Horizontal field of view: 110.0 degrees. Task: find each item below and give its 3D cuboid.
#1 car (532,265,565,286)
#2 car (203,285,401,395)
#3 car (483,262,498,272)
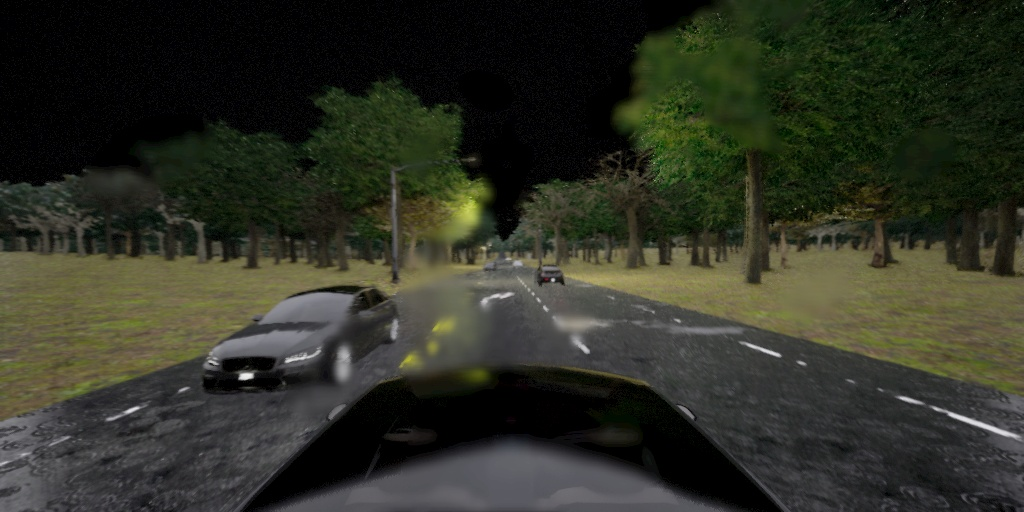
[{"bbox_3d":[2.696,1.408,26.776,1.837,1.490,4.892,-2,0,-2],"label":"car"},{"bbox_3d":[-3.689,1.403,7.296,1.837,1.490,4.892,-2,-1,-2],"label":"car"},{"bbox_3d":[-3.340,1.734,56.506,1.837,1.490,4.892,-1,0,5],"label":"car"}]
